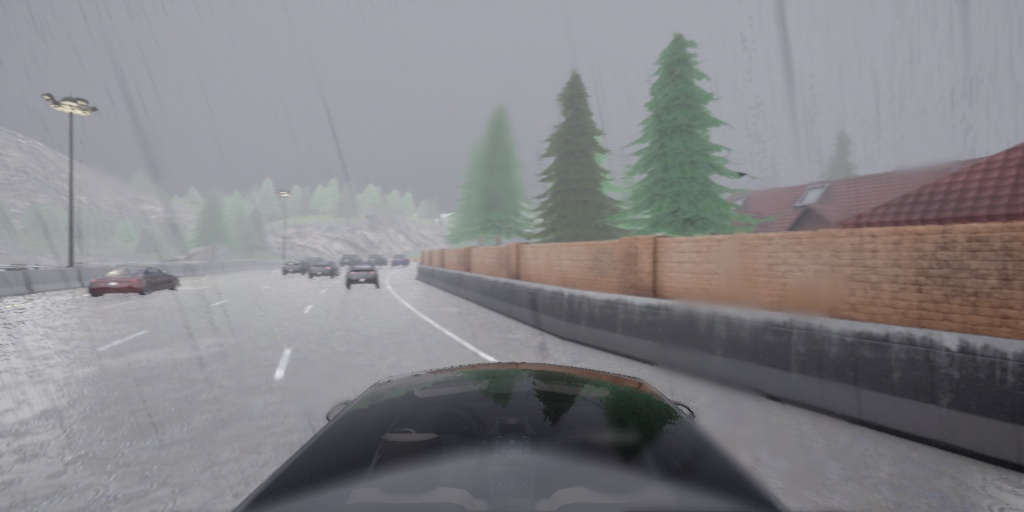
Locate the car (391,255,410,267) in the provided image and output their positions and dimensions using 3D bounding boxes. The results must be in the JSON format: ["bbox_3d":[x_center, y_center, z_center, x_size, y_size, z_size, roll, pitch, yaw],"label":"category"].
[{"bbox_3d":[-18.516,0.811,59.833,2.150,2.045,5.566,0,0,-6],"label":"car"}]

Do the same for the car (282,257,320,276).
[{"bbox_3d":[-21.008,1.120,35.412,2.128,1.511,4.902,0,0,-15],"label":"car"}]

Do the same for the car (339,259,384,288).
[{"bbox_3d":[-9.497,1.177,22.990,2.128,1.511,4.902,0,0,-20],"label":"car"}]

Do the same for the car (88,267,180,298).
[{"bbox_3d":[-18.931,1.230,18.205,1.994,1.385,4.181,0,0,-22],"label":"car"}]

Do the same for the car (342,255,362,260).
[{"bbox_3d":[-25.210,0.798,56.600,2.150,2.045,5.566,0,0,-6],"label":"car"}]

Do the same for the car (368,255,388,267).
[{"bbox_3d":[-21.879,0.804,58.309,2.150,2.045,5.566,0,0,-6],"label":"car"}]

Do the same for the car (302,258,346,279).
[{"bbox_3d":[-15.970,1.142,30.698,2.128,1.511,4.902,0,0,-18],"label":"car"}]
